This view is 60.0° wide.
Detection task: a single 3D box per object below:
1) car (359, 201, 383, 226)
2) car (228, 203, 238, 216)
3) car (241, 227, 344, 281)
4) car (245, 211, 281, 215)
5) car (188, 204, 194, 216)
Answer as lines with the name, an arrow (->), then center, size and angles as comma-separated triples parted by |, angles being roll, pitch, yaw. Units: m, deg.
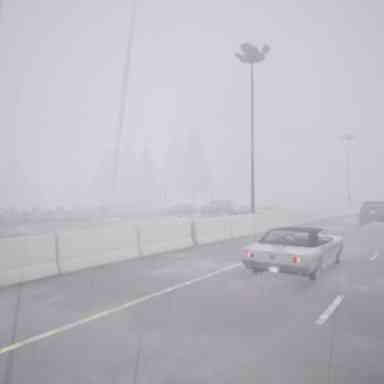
car -> 15.412, 1.767, 27.763 | 2.150, 2.045, 5.566 | 0, -1, 35
car -> 6.779, 2.288, 40.071 | 2.033, 1.411, 5.357 | 0, -1, 35
car -> 3.381, 1.744, 10.427 | 1.895, 1.301, 4.718 | 0, -1, 35
car -> 7.894, 2.133, 35.600 | 1.882, 1.535, 5.008 | 0, -2, 35
car -> -1.251, 2.209, 40.850 | 1.837, 1.490, 4.892 | 0, -2, 35
